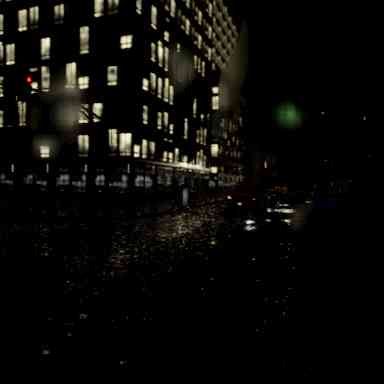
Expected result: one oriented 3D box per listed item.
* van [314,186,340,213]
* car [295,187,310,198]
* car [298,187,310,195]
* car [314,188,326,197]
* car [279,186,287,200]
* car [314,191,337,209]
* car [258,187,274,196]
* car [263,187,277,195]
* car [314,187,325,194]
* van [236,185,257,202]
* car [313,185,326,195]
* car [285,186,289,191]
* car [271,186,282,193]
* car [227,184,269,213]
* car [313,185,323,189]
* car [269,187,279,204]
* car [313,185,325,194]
[{"bbox_3d":[10.671,0.630,26.133,1.690,1.788,3.998,2,2,20],"label":"van"},{"bbox_3d":[16.830,0.053,50.691,1.882,1.535,5.008,2,2,20],"label":"car"},{"bbox_3d":[20.931,-0.232,62.052,1.837,1.490,4.892,2,2,20],"label":"car"},{"bbox_3d":[22.047,-0.020,57.351,1.887,1.381,4.507,2,2,20],"label":"car"},{"bbox_3d":[11.188,0.291,44.606,1.895,1.301,4.718,2,2,20],"label":"car"},{"bbox_3d":[12.497,0.690,31.366,1.887,1.381,4.507,2,2,20],"label":"car"},{"bbox_3d":[12.270,-0.071,55.047,1.947,1.339,4.313,2,2,20],"label":"car"},{"bbox_3d":[14.184,-0.228,60.242,2.008,1.369,4.403,2,2,20],"label":"car"},{"bbox_3d":[25.877,-0.284,67.744,1.947,1.339,4.313,2,2,20],"label":"car"},{"bbox_3d":[6.530,0.130,39.452,1.690,1.788,3.998,2,2,20],"label":"van"},{"bbox_3d":[23.967,-0.392,62.540,2.192,1.841,5.009,2,2,20],"label":"car"},{"bbox_3d":[25.673,-1.052,91.419,1.802,1.307,4.206,2,2,20],"label":"car"},{"bbox_3d":[18.014,-0.482,70.635,1.802,1.307,4.206,2,2,20],"label":"car"},{"bbox_3d":[4.326,0.420,25.974,2.150,2.045,5.566,2,2,20],"label":"car"},{"bbox_3d":[20.137,-0.107,52.147,2.192,1.841,5.009,2,2,20],"label":"car"},{"bbox_3d":[7.701,0.474,35.157,1.812,1.442,4.674,2,2,20],"label":"car"},{"bbox_3d":[27.797,-0.677,72.931,2.192,1.841,5.009,2,2,20],"label":"car"}]
